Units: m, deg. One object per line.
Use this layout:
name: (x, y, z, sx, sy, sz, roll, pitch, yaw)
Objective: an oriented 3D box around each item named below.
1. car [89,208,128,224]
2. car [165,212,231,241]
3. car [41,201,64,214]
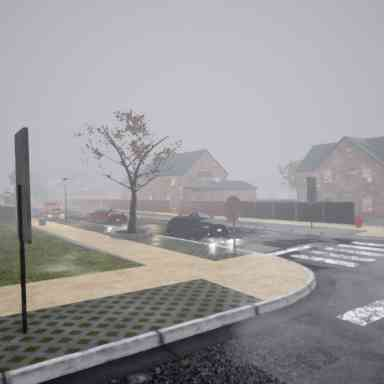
car: (-7.418, 2.059, 29.418, 1.895, 1.301, 4.718, -2, 0, -36)
car: (0.237, 1.823, 18.787, 1.994, 1.385, 4.181, -2, 0, -36)
car: (-19.466, 2.120, 46.296, 2.097, 1.767, 4.553, -2, 0, -36)
